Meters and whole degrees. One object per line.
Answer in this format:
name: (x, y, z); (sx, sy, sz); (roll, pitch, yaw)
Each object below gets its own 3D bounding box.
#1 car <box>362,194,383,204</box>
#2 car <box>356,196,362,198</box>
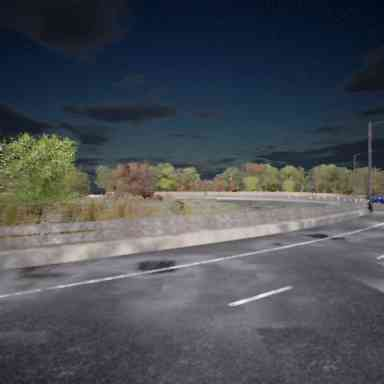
car: (37.932, 1.410, 68.966); (2.150, 2.045, 5.566); (0, 0, 10)
car: (39.589, 1.640, 78.234); (1.895, 1.301, 4.718); (0, 0, 5)
